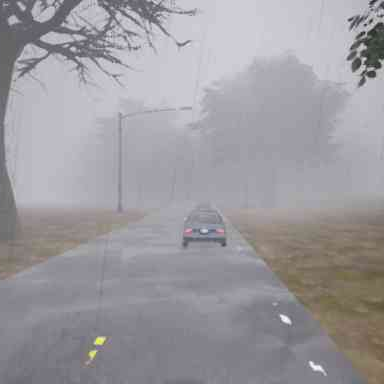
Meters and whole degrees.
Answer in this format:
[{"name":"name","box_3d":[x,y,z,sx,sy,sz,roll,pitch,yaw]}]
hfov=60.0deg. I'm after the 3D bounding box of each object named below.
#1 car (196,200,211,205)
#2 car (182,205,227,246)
[{"name":"car","box_3d":[1.411,1.605,40.941,1.895,1.301,4.718,0,0,2]},{"name":"car","box_3d":[0.556,1.517,15.111,2.033,1.411,5.357,0,0,2]}]
